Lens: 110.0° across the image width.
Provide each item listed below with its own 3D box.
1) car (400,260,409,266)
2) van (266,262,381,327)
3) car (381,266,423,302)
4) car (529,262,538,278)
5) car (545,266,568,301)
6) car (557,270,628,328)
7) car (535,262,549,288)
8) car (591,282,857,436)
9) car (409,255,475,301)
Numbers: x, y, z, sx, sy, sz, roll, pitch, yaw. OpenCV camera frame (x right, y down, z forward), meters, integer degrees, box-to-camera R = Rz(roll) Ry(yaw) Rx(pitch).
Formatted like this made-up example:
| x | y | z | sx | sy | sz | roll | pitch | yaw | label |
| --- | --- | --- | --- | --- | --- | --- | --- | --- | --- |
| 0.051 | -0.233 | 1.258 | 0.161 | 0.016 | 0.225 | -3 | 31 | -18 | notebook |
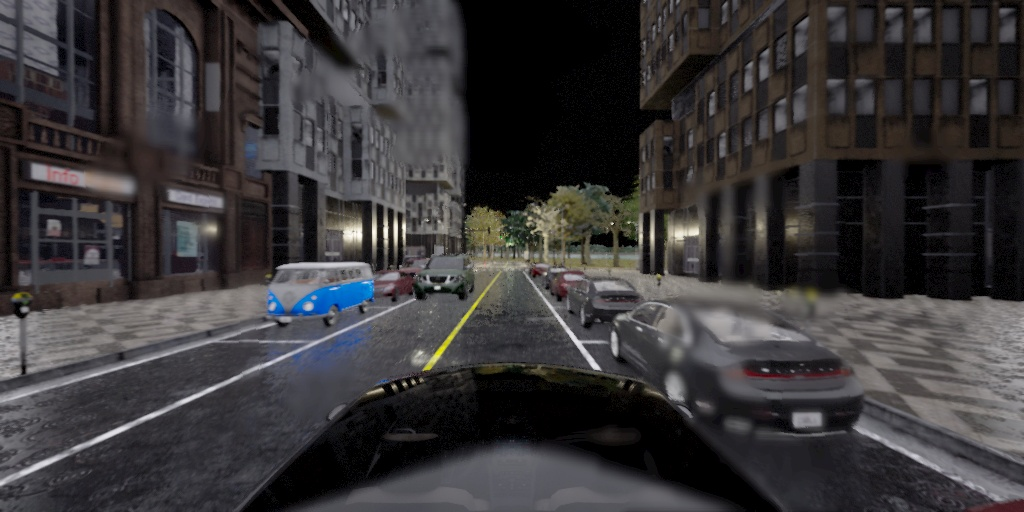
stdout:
| x | y | z | sx | sy | sz | roll | pitch | yaw | label |
| --- | --- | --- | --- | --- | --- | --- | --- | --- | --- |
| -5.757 | 1.064 | 22.563 | 2.192 | 1.841 | 5.009 | 0 | 0 | 0 | car |
| -5.760 | 1.086 | 11.227 | 1.690 | 1.789 | 3.998 | 0 | 0 | 0 | van |
| -5.759 | 1.328 | 16.895 | 1.802 | 1.307 | 4.207 | 0 | 0 | 0 | car |
| 2.771 | 1.313 | 33.868 | 1.888 | 1.381 | 4.507 | 0 | 0 | 0 | car |
| 2.766 | 1.327 | 16.862 | 1.802 | 1.307 | 4.207 | 0 | 0 | 0 | car |
| 2.765 | 1.295 | 11.194 | 2.007 | 1.370 | 4.403 | 0 | 0 | 0 | car |
| 2.768 | 1.299 | 22.530 | 2.007 | 1.370 | 4.403 | 0 | 0 | 0 | car |
| 2.763 | 1.298 | 5.525 | 2.007 | 1.370 | 4.403 | 0 | 0 | 0 | car |
| -3.094 | 0.969 | 17.645 | 2.150 | 2.045 | 5.566 | 0 | 0 | 0 | car |
